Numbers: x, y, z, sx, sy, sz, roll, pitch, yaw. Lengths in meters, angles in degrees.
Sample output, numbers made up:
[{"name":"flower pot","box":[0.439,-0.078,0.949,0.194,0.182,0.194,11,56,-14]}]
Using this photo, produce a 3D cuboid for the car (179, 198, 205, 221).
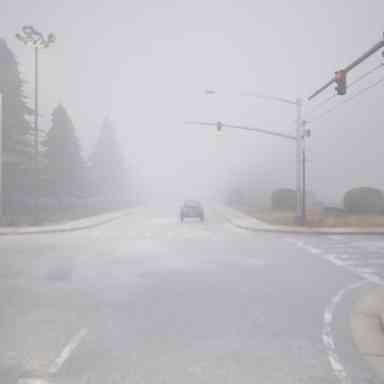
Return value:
[{"name":"car","box":[0.002,1.475,26.602,2.128,1.511,4.902,0,0,0]}]
